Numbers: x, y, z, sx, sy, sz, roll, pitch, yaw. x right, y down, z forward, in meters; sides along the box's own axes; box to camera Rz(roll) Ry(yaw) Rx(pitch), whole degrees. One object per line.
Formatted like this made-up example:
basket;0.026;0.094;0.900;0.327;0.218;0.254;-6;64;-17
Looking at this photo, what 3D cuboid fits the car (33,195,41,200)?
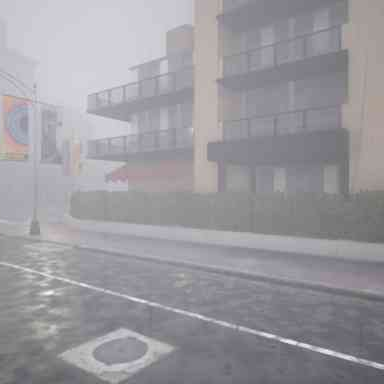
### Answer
car;-34.789;1.456;72.594;4.892;1.521;2.231;0;0;36
